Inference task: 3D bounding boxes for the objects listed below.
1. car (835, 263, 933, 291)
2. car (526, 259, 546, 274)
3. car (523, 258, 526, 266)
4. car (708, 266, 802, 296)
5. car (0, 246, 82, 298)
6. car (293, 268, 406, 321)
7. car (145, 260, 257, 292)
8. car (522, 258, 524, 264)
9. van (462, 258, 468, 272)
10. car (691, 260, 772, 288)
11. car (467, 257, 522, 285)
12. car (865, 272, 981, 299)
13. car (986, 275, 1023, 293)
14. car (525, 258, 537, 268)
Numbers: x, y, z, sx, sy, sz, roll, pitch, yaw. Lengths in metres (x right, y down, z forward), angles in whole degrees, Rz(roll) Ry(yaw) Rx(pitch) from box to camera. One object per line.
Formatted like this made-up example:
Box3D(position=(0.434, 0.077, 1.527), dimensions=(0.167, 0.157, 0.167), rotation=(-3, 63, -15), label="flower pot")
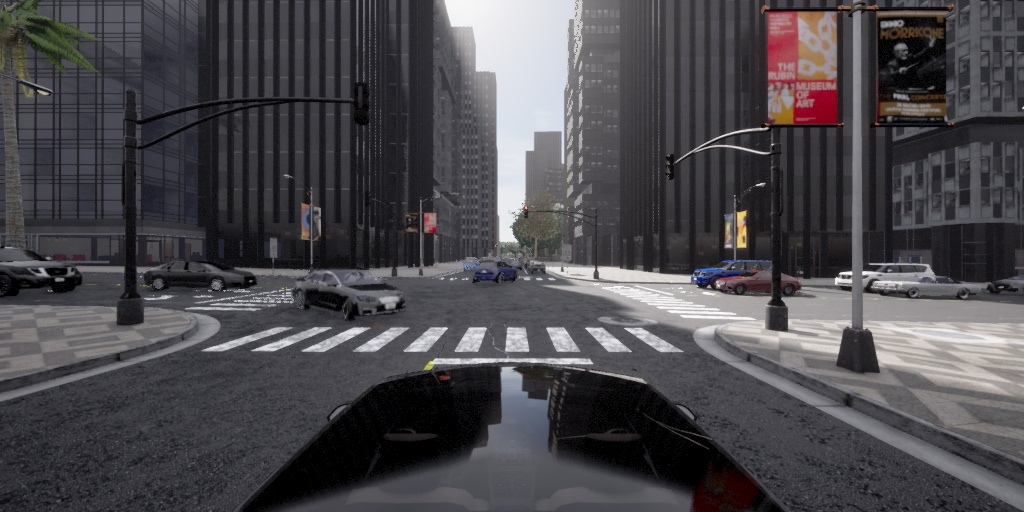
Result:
Box3D(position=(25.887, 1.488, 24.904), dimensions=(5.566, 2.045, 2.150), rotation=(1, 0, 0), label="car")
Box3D(position=(2.988, 1.308, 41.771), dimensions=(2.007, 1.370, 4.403), rotation=(0, 0, 1), label="car")
Box3D(position=(3.097, 1.312, 52.796), dimensions=(2.007, 1.370, 4.403), rotation=(0, 0, 1), label="car")
Box3D(position=(14.844, 1.579, 21.701), dimensions=(4.674, 1.442, 1.812), rotation=(1, 0, 0), label="car")
Box3D(position=(-21.846, 0.601, 15.149), dimensions=(5.566, 2.045, 2.150), rotation=(1, 0, 0), label="car")
Box3D(position=(-5.711, 1.212, 12.438), dimensions=(4.902, 1.511, 2.128), rotation=(2, 0, 35), label="car")
Box3D(position=(-15.817, 0.998, 18.377), dimensions=(4.892, 1.490, 1.837), rotation=(1, 0, 0), label="car")
Box3D(position=(0.435, 1.326, 53.689), dimensions=(1.994, 1.385, 4.181), rotation=(0, 0, 1), label="car")
Box3D(position=(-5.482, 1.101, 47.366), dimensions=(1.690, 1.789, 3.998), rotation=(0, 0, 1), label="van")
Box3D(position=(15.530, 1.294, 24.943), dimensions=(5.566, 2.045, 2.150), rotation=(1, 0, 0), label="car")
Box3D(position=(-1.176, 1.126, 26.935), dimensions=(2.097, 1.767, 4.553), rotation=(0, 0, 21), label="car")
Box3D(position=(24.824, 1.841, 21.660), dimensions=(4.718, 1.301, 1.895), rotation=(1, 0, 0), label="car")
Box3D(position=(35.928, 2.022, 24.853), dimensions=(4.181, 1.385, 1.994), rotation=(1, 0, 0), label="car")
Box3D(position=(3.044, 1.285, 47.453), dimensions=(1.751, 1.417, 4.829), rotation=(0, 0, 1), label="car")
